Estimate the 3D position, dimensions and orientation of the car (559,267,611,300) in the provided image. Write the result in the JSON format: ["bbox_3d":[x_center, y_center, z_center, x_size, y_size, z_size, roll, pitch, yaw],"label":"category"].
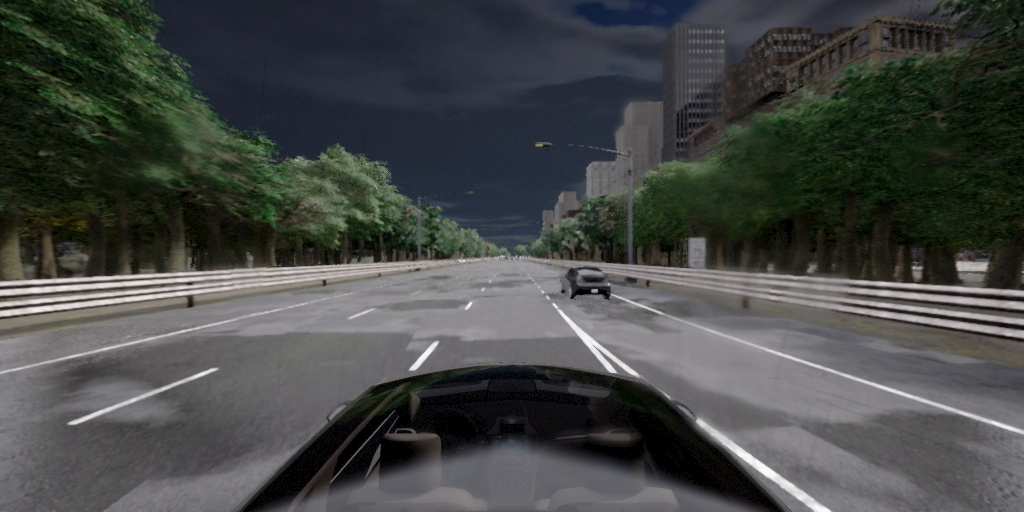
[{"bbox_3d":[3.578,1.293,18.065,1.837,1.490,4.892,0,0,-1],"label":"car"}]
